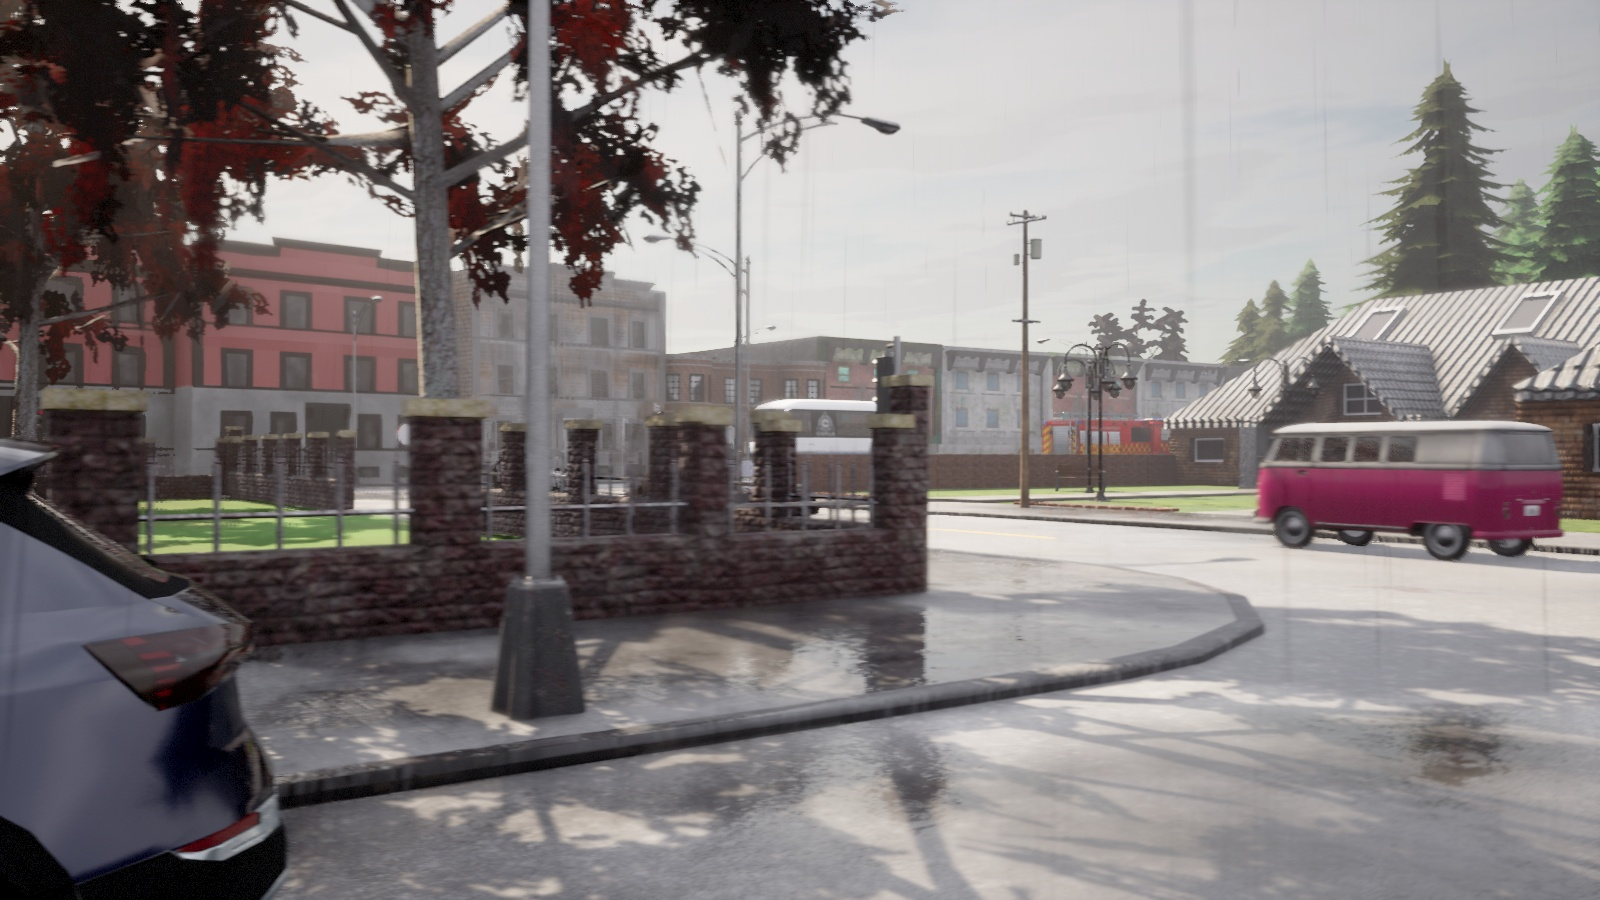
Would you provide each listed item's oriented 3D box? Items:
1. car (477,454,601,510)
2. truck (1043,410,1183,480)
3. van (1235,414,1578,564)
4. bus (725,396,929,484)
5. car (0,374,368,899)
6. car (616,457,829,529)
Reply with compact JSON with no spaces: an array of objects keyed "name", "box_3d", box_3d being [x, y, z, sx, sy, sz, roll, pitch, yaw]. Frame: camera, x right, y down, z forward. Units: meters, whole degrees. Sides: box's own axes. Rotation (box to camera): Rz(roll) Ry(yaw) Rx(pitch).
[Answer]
[{"name":"car","box_3d":[-7.414,0.861,35.420,1.816,1.474,4.193,0,0,-37]},{"name":"truck","box_3d":[17.982,-0.281,71.957,8.468,3.827,2.891,0,0,-35]},{"name":"van","box_3d":[8.946,0.525,18.954,1.775,1.987,4.442,0,0,-29]},{"name":"bus","box_3d":[1.510,-0.474,65.403,10.273,4.253,3.944,0,0,-35]},{"name":"car","box_3d":[-3.481,0.687,2.034,4.856,1.649,2.033,0,0,-39]},{"name":"car","box_3d":[-1.827,0.863,27.420,2.033,1.411,5.357,0,0,-37]}]
